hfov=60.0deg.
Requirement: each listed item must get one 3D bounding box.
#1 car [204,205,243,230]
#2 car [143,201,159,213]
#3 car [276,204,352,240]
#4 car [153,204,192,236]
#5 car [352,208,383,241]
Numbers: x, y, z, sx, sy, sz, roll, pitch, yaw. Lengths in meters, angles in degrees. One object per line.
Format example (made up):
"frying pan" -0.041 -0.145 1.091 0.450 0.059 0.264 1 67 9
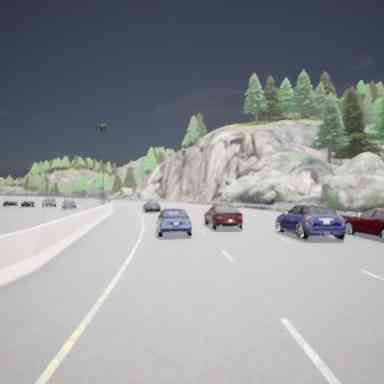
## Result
"car" 2.026 1.598 22.466 1.882 1.535 5.008 0 0 -7
"car" -5.068 1.808 41.857 1.994 1.385 4.181 0 0 -13
"car" 6.084 1.436 17.630 2.097 1.767 4.553 0 0 -5
"car" -1.091 1.658 19.342 2.033 1.411 5.357 0 0 -7
"car" 9.686 1.548 16.756 1.882 1.535 5.008 0 0 -5
